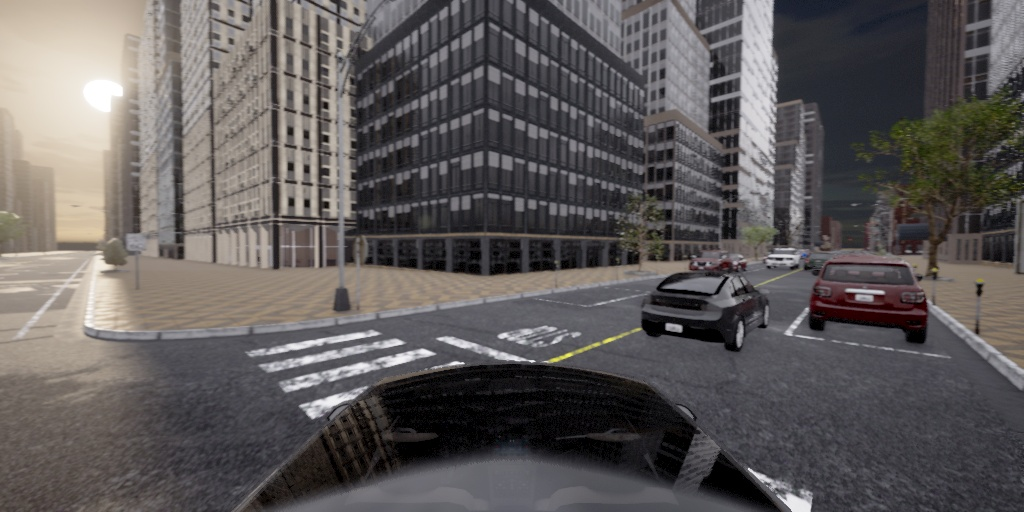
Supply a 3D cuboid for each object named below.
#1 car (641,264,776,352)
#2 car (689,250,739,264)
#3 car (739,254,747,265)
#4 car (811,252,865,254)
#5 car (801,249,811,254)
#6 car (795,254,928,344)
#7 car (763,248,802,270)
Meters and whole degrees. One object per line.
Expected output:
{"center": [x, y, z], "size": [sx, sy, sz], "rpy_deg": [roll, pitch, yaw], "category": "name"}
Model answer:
{"center": [4.835, 1.120, 8.729], "size": [1.837, 1.490, 4.892], "rpy_deg": [2, 2, 44], "category": "car"}
{"center": [15.018, 0.493, 27.000], "size": [2.192, 1.841, 5.009], "rpy_deg": [0, 0, 44], "category": "car"}
{"center": [18.872, 0.536, 31.005], "size": [1.967, 1.591, 4.097], "rpy_deg": [0, 0, 44], "category": "car"}
{"center": [13.001, 0.860, 13.522], "size": [2.192, 1.841, 5.009], "rpy_deg": [0, 0, 44], "category": "car"}
{"center": [29.208, 0.450, 33.954], "size": [2.097, 1.767, 4.553], "rpy_deg": [2, 2, 44], "category": "car"}
{"center": [9.218, 0.946, 9.451], "size": [2.192, 1.841, 5.009], "rpy_deg": [0, 0, 44], "category": "car"}
{"center": [27.240, 0.246, 35.965], "size": [2.150, 2.045, 5.566], "rpy_deg": [2, 2, 44], "category": "car"}
